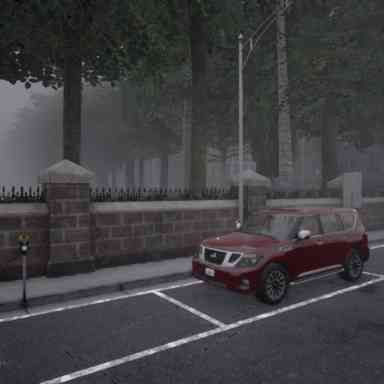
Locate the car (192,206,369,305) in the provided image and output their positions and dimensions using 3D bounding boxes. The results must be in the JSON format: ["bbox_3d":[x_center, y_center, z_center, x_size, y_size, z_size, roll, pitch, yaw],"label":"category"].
[{"bbox_3d":[2.410,1.313,8.251,5.009,1.841,2.192,0,0,-35],"label":"car"}]
